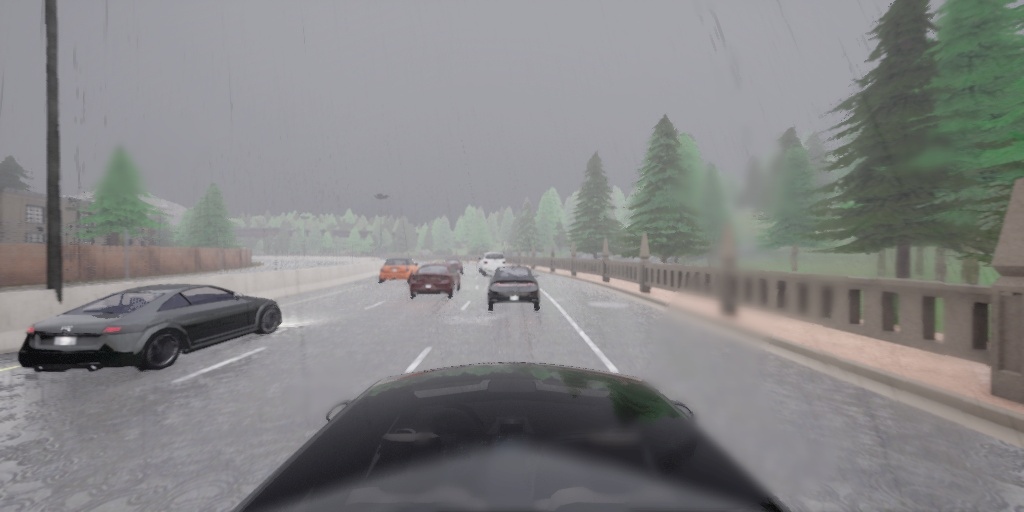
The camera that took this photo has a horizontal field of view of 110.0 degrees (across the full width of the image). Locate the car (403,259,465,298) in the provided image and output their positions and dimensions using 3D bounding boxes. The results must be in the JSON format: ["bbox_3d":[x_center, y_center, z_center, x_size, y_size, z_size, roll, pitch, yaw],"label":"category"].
[{"bbox_3d":[-3.606,1.089,17.471,1.882,1.535,5.008,0,1,-3],"label":"car"}]

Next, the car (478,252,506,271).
[{"bbox_3d":[-1.856,0.693,33.173,2.150,2.045,5.566,0,0,-9],"label":"car"}]

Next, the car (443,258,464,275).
[{"bbox_3d":[-5.721,0.986,34.557,1.812,1.442,4.674,0,1,-11],"label":"car"}]

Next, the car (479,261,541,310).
[{"bbox_3d":[0.021,1.132,14.032,2.128,1.511,4.902,0,1,-1],"label":"car"}]

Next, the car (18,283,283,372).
[{"bbox_3d":[-6.905,1.264,7.548,1.994,1.385,4.181,0,1,0],"label":"car"}]

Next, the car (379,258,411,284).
[{"bbox_3d":[-7.745,0.896,25.116,2.097,1.767,4.553,0,1,-6],"label":"car"}]
